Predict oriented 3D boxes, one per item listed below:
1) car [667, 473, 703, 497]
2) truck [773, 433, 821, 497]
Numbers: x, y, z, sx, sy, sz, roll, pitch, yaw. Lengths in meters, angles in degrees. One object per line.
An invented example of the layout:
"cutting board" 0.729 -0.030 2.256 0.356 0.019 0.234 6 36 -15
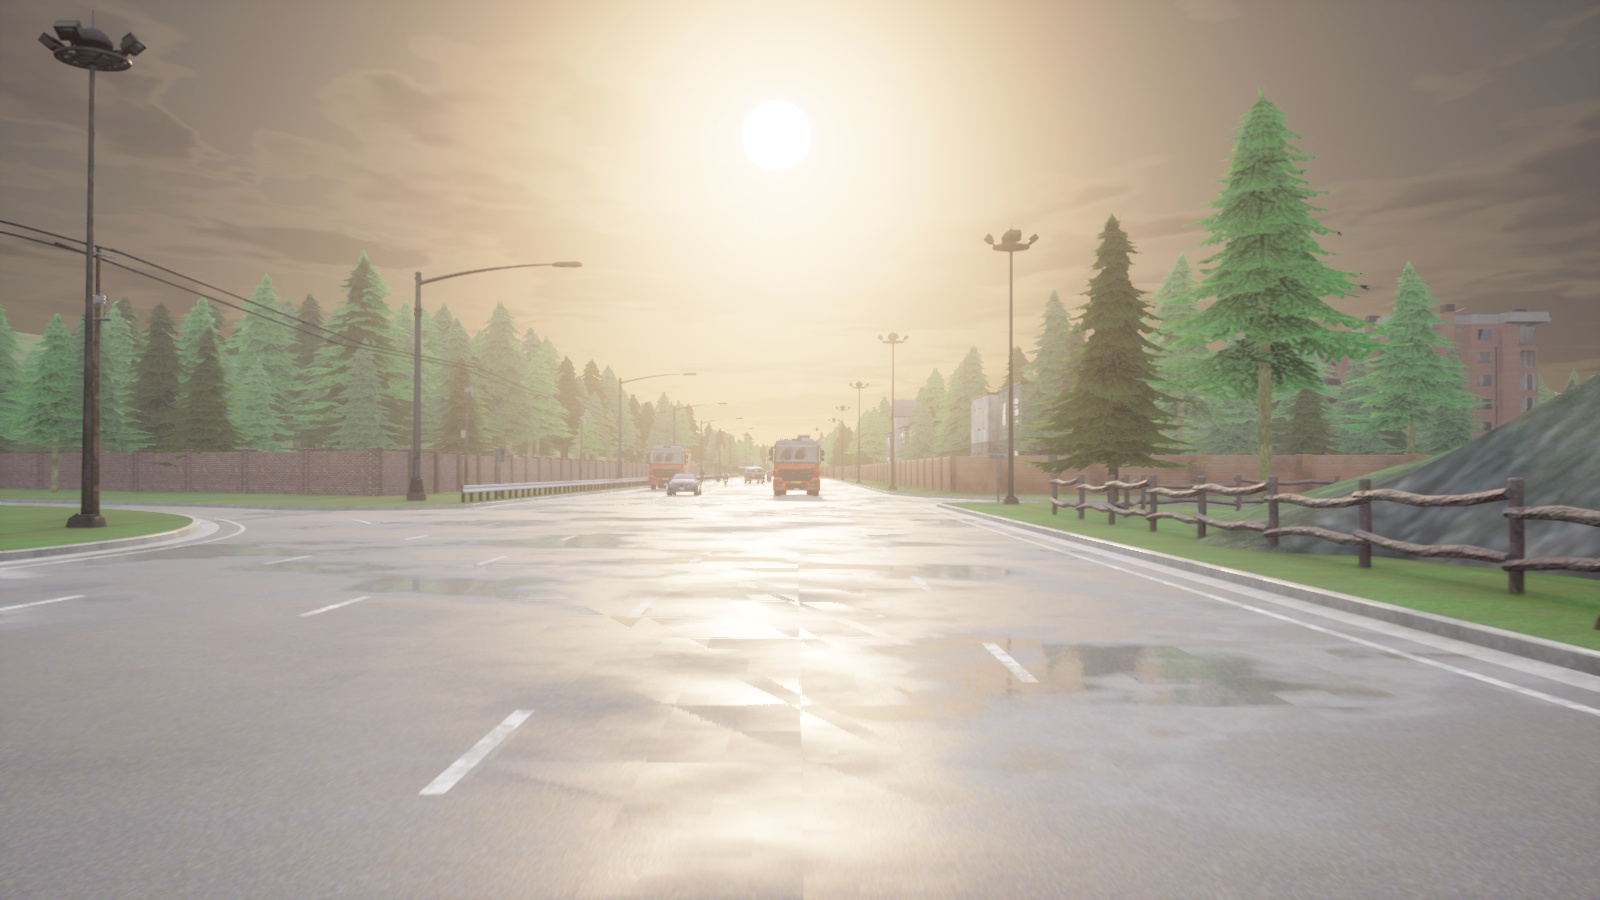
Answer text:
"car" -7.195 2.188 78.786 1.812 1.442 4.674 0 -1 0
"truck" -0.201 0.982 79.517 2.891 3.827 8.468 0 -1 0
